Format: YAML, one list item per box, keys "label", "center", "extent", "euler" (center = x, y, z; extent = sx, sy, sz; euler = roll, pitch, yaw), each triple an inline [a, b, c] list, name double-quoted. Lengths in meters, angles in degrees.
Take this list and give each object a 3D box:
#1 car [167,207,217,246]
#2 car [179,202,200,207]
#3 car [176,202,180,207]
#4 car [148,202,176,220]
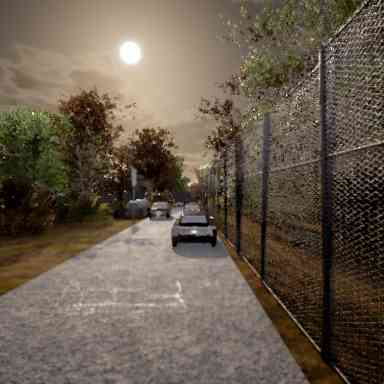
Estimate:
- label: "car"
  center: [0.085, 1.625, 15.667]
  extent: [1.994, 1.385, 4.181]
  euler: [0, 0, 0]
- label: "car"
  center: [0.025, 1.837, 34.105]
  extent: [2.033, 1.411, 5.357]
  euler: [0, -1, 0]
- label: "car"
  center: [-2.647, 2.787, 71.717]
  extent: [1.994, 1.385, 4.181]
  euler: [0, -2, 2]
- label: "car"
  center: [-2.907, 1.732, 31.031]
  extent: [2.128, 1.511, 4.902]
  euler: [0, -1, 0]
